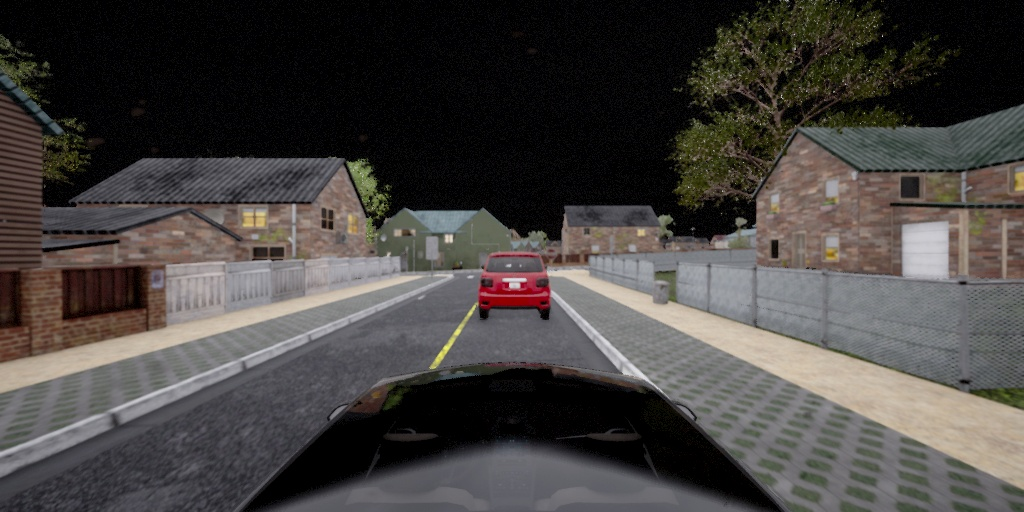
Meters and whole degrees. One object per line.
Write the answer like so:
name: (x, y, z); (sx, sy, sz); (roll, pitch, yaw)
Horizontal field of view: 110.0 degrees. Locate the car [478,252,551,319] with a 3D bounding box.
car: (0.090, 0.868, 12.494); (2.150, 2.045, 5.566); (0, 1, 0)
